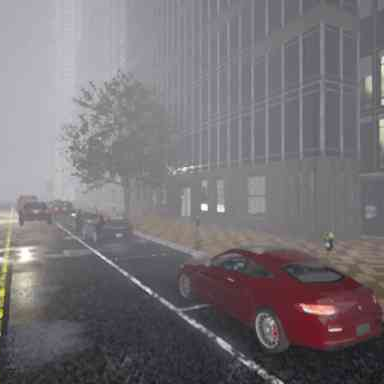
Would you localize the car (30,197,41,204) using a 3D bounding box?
[{"bbox_3d":[-33.582,1.754,71.392,1.947,1.339,4.313,0,0,-28],"label":"car"}]

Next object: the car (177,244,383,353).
[{"bbox_3d":[1.214,1.604,6.082,1.802,1.307,4.206,0,0,-28],"label":"car"}]

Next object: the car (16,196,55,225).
[{"bbox_3d":[-11.957,1.442,25.255,2.097,1.767,4.553,0,0,-28],"label":"car"}]

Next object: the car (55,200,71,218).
[{"bbox_3d":[-12.169,1.546,31.202,1.967,1.590,4.097,0,0,-28],"label":"car"}]

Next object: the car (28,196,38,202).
[{"bbox_3d":[-38.935,1.766,81.440,1.947,1.339,4.313,0,0,-28],"label":"car"}]

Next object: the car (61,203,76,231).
[{"bbox_3d":[-6.816,1.629,21.153,2.008,1.369,4.403,0,0,-28],"label":"car"}]

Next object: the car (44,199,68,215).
[{"bbox_3d":[-14.846,1.559,36.225,1.967,1.590,4.097,0,0,-28],"label":"car"}]

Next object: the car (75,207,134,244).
[{"bbox_3d":[-4.139,1.612,16.130,2.008,1.369,4.403,0,0,-28],"label":"car"}]

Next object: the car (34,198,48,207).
[{"bbox_3d":[-25.552,1.709,56.321,1.887,1.381,4.507,0,0,-28],"label":"car"}]
